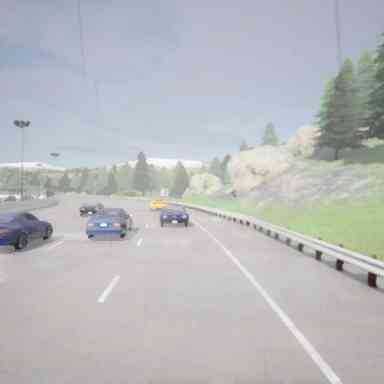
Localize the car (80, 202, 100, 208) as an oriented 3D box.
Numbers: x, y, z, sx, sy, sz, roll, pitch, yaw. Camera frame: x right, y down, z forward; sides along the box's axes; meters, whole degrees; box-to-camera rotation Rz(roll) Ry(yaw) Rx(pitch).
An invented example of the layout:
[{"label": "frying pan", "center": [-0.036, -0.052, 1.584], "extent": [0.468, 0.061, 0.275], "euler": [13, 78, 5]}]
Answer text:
[{"label": "car", "center": [-9.753, 1.620, 32.822], "extent": [1.895, 1.301, 4.718], "euler": [0, 0, -9]}]

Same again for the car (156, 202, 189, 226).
[{"label": "car", "center": [-1.353, 1.604, 23.300], "extent": [1.895, 1.301, 4.718], "euler": [0, 0, -7]}]

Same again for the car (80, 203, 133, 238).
[{"label": "car", "center": [-4.289, 1.556, 17.760], "extent": [2.033, 1.411, 5.357], "euler": [0, 0, -5]}]

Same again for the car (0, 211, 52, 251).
[{"label": "car", "center": [-7.529, 1.540, 14.087], "extent": [1.812, 1.442, 4.674], "euler": [0, 0, -4]}]

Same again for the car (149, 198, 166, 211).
[{"label": "car", "center": [-4.162, 1.487, 41.050], "extent": [1.882, 1.535, 5.008], "euler": [0, 0, -11]}]
